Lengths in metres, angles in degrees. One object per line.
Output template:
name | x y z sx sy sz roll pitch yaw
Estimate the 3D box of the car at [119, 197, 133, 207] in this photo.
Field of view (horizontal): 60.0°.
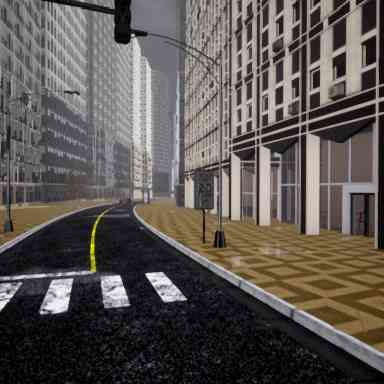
car | -11.020 1.622 55.778 1.882 1.535 5.008 0 0 -5
